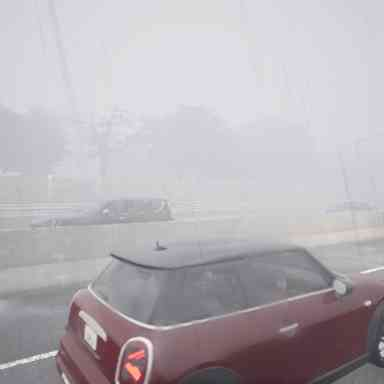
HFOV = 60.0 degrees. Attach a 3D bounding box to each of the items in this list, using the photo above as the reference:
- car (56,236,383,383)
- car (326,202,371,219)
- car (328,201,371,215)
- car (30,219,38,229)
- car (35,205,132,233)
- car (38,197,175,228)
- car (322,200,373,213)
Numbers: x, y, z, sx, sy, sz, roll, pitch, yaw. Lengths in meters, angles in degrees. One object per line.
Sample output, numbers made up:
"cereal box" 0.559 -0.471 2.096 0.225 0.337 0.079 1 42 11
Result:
"car" 0.793 1.370 4.307 4.553 1.767 2.097 0 0 -35
"car" 14.949 1.706 31.689 4.674 1.442 1.812 0 0 -35
"car" 18.134 1.766 38.167 5.357 1.411 2.033 0 0 -35
"car" -5.591 1.508 17.189 5.008 1.535 1.882 0 0 -35
"car" -6.665 1.584 20.721 5.357 1.411 2.033 0 0 -35
"car" -3.361 1.253 14.481 5.566 2.045 2.150 0 0 -35
"car" 11.763 1.494 25.173 4.553 1.767 2.097 0 0 -35
